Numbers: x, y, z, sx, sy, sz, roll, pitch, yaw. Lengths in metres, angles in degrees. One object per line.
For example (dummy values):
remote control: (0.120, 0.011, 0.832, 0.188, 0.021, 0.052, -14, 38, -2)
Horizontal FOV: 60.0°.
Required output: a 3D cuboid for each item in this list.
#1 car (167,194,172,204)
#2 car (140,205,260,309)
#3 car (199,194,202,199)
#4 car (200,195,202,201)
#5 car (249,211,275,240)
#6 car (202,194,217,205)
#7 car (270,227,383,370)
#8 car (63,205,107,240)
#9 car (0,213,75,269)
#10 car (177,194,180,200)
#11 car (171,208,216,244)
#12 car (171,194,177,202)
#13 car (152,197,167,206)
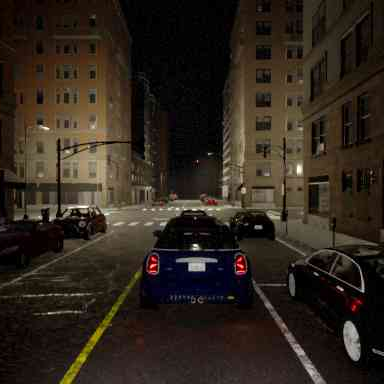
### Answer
car: (-5.440, 1.606, 64.481, 2.008, 1.369, 4.403, 0, 0, 0)
car: (0.099, 1.352, 8.027, 2.097, 1.767, 4.553, 0, 0, 0)
car: (3.133, 1.523, 75.264, 1.967, 1.590, 4.097, 0, 0, 0)
car: (3.084, 1.606, 64.446, 2.008, 1.369, 4.403, 0, 0, 0)
car: (2.899, 1.566, 16.538, 1.947, 1.339, 4.313, 0, 0, 0)
car: (3.034, 1.476, 53.628, 1.967, 1.590, 4.097, 0, 0, 0)
car: (2.869, 1.551, 5.536, 2.008, 1.369, 4.403, 0, 0, 0)
car: (-5.626, 1.441, 16.562, 1.967, 1.590, 4.097, 0, 0, 0)
car: (-5.641, 1.582, 11.061, 1.802, 1.307, 4.206, 0, 0, 0)
car: (-5.319, 1.456, 91.525, 2.192, 1.841, 5.009, 0, 0, 0)
car: (0.089, 1.564, 16.610, 1.994, 1.385, 4.181, 0, 0, 1)
car: (-5.368, 1.625, 80.537, 1.752, 1.417, 4.829, 0, 0, 0)
car: (-5.490, 1.617, 53.665, 1.802, 1.307, 4.206, 0, 0, 0)
